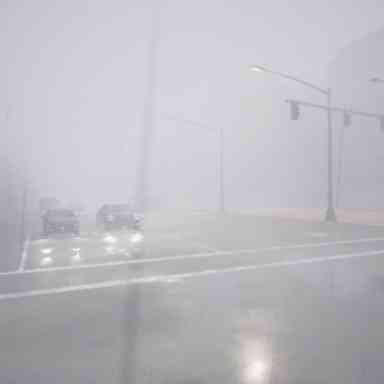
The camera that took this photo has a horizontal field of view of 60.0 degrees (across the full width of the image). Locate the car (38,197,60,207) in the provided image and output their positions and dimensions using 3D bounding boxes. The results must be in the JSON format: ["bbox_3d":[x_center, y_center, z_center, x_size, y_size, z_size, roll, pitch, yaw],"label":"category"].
[{"bbox_3d":[-17.988,1.664,41.822,2.150,2.045,5.566,0,-1,-24],"label":"car"}]

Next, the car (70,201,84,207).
[{"bbox_3d":[-16.096,2.010,46.127,2.033,1.411,5.357,0,-1,-24],"label":"car"}]

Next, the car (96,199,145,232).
[{"bbox_3d":[-4.930,1.555,21.862,2.097,1.767,4.553,0,0,-25],"label":"car"}]

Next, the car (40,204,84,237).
[{"bbox_3d":[-7.788,1.708,19.698,1.837,1.490,4.892,0,0,-25],"label":"car"}]

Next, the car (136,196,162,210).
[{"bbox_3d":[-6.222,1.651,50.007,2.150,2.045,5.566,0,0,-25],"label":"car"}]
